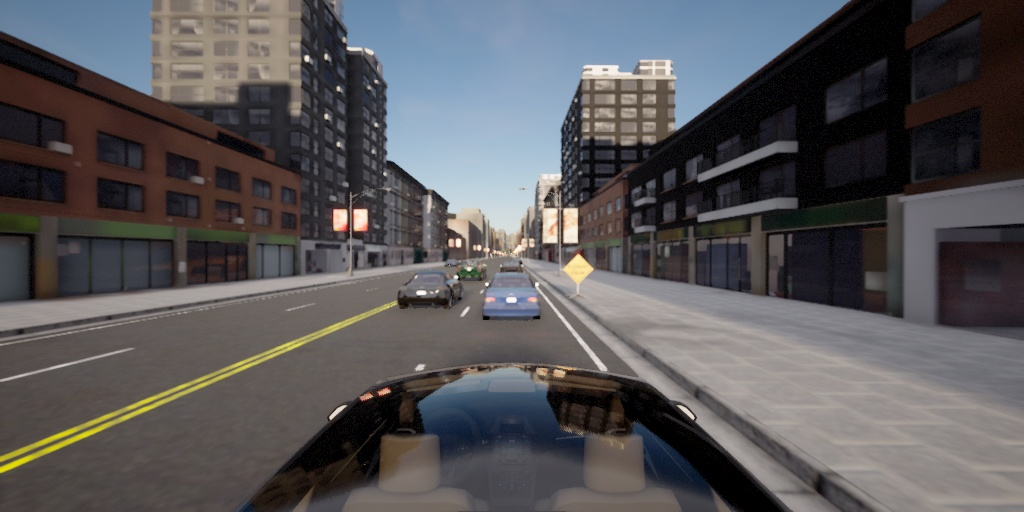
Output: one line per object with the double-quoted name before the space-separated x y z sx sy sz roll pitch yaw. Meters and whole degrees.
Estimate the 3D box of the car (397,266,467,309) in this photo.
"car" -3.241 1.289 14.876 1.994 1.385 4.181 0 0 0

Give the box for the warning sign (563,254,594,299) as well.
"warning sign" 2.813 0.839 15.287 1.300 1.860 1.060 0 0 0

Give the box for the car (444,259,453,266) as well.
"car" -9.953 1.211 59.814 2.033 1.411 5.357 0 0 1

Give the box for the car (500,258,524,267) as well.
"car" -0.026 1.179 30.907 1.882 1.535 5.008 0 0 0

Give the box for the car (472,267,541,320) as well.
"car" -0.006 1.276 12.547 2.033 1.411 5.357 0 0 0

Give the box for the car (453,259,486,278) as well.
"car" -3.283 1.054 29.607 2.097 1.767 4.553 0 0 0
